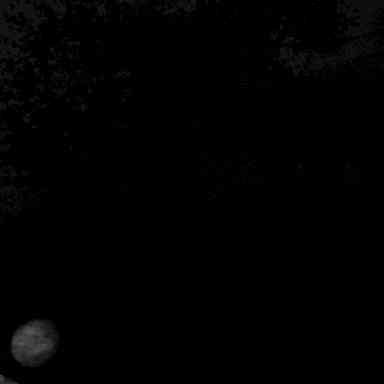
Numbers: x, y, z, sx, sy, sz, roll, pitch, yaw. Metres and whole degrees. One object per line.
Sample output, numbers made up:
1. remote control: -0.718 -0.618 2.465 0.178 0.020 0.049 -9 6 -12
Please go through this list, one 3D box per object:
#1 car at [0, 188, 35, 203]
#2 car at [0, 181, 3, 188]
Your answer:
1. car: -18.366 0.397 35.371 1.895 1.301 4.718 0 3 -4
2. car: -31.042 -0.967 50.860 2.435 2.045 5.566 0 3 -3
